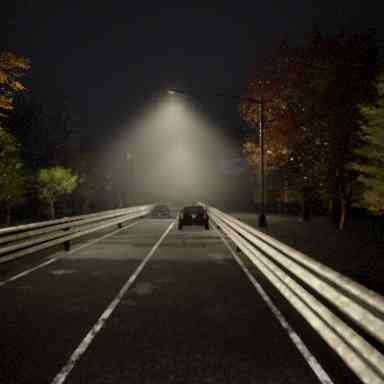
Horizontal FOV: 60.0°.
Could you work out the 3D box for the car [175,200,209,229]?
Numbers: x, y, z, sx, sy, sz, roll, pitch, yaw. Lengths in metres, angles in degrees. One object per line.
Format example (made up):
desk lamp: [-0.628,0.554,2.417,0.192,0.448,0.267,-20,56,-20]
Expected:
car: [0.114,1.711,24.495,2.097,1.767,4.553,0,-1,0]

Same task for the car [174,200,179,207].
car: [-3.238,2.625,76.886,2.097,1.767,4.553,0,-1,0]

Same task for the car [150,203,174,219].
car: [-3.323,2.088,36.020,1.837,1.490,4.892,0,-1,0]

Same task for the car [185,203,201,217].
car: [0.122,2.192,41.283,1.837,1.490,4.892,0,-1,0]
